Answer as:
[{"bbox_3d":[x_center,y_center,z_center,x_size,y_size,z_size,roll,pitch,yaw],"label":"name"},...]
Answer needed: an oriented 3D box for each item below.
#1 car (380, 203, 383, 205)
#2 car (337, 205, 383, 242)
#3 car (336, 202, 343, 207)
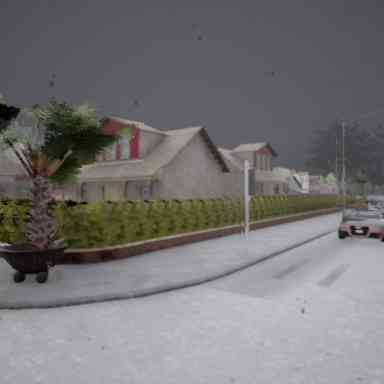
[{"bbox_3d":[15.318,1.580,25.859,1.994,1.385,4.181,0,0,36],"label":"car"},{"bbox_3d":[8.618,1.580,16.484,1.994,1.385,4.181,0,0,36],"label":"car"},{"bbox_3d":[16.182,1.429,42.212,5.357,1.415,2.033,0,0,38],"label":"car"}]
